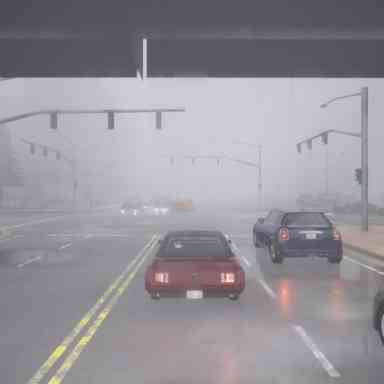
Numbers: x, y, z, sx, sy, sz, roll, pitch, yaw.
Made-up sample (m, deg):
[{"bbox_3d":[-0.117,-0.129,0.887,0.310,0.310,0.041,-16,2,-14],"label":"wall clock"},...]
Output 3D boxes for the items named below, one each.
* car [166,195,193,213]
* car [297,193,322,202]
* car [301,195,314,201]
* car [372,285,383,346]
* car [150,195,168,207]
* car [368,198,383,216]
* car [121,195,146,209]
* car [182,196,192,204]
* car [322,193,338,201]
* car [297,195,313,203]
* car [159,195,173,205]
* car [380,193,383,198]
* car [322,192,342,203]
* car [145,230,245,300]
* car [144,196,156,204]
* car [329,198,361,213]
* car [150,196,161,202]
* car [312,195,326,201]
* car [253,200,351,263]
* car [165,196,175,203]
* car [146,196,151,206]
[{"bbox_3d":[-1.117,1.471,37.782,1.882,1.535,5.008,1,0,12],"label":"car"},{"bbox_3d":[16.662,1.145,48.144,1.932,1.855,4.605,0,0,0],"label":"car"},{"bbox_3d":[27.945,1.381,80.689,1.970,1.475,3.806,0,0,0],"label":"car"},{"bbox_3d":[3.601,1.504,3.018,1.837,1.490,4.892,0,0,0],"label":"car"},{"bbox_3d":[-4.492,1.483,49.545,2.128,1.511,4.902,0,0,0],"label":"car"},{"bbox_3d":[19.265,1.500,30.379,4.892,1.490,1.837,0,0,1],"label":"car"},{"bbox_3d":[-8.031,1.344,44.782,2.097,1.767,4.553,0,0,2],"label":"car"},{"bbox_3d":[-0.862,1.515,62.306,1.812,1.442,4.674,0,0,0],"label":"car"},{"bbox_3d":[33.523,1.139,80.753,1.932,1.855,4.605,0,0,0],"label":"car"},{"bbox_3d":[22.216,1.384,65.572,1.970,1.475,3.806,0,0,0],"label":"car"},{"bbox_3d":[-4.530,1.342,58.587,2.097,1.767,4.553,0,0,0],"label":"car"},{"bbox_3d":[39.113,1.142,65.706,1.932,1.855,4.605,0,0,0],"label":"car"},{"bbox_3d":[19.556,1.148,48.097,1.905,1.878,3.866,0,0,0],"label":"car"},{"bbox_3d":[0.069,1.599,8.342,1.895,1.301,4.718,0,0,0],"label":"car"},{"bbox_3d":[-8.027,1.515,63.959,1.812,1.442,4.674,0,0,0],"label":"car"},{"bbox_3d":[16.681,1.558,33.913,4.181,1.385,1.994,0,0,1],"label":"car"},{"bbox_3d":[-8.046,1.540,73.971,1.994,1.385,4.181,0,0,0],"label":"car"},{"bbox_3d":[30.840,1.350,80.695,1.784,1.438,3.905,0,0,0],"label":"car"},{"bbox_3d":[3.585,1.350,12.107,2.097,1.767,4.553,0,0,0],"label":"car"},{"bbox_3d":[-4.519,1.589,68.742,1.895,1.301,4.718,0,0,0],"label":"car"},{"bbox_3d":[-8.014,1.468,53.953,1.882,1.535,5.008,0,0,0],"label":"car"}]
